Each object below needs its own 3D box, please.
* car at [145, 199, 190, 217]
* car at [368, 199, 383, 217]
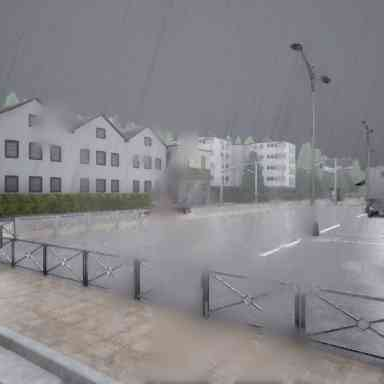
[{"bbox_3d":[-2.061,1.334,28.532,1.812,1.442,4.674,0,0,35],"label":"car"},{"bbox_3d":[15.454,1.298,26.789,2.007,1.523,4.514,0,0,35],"label":"car"}]
